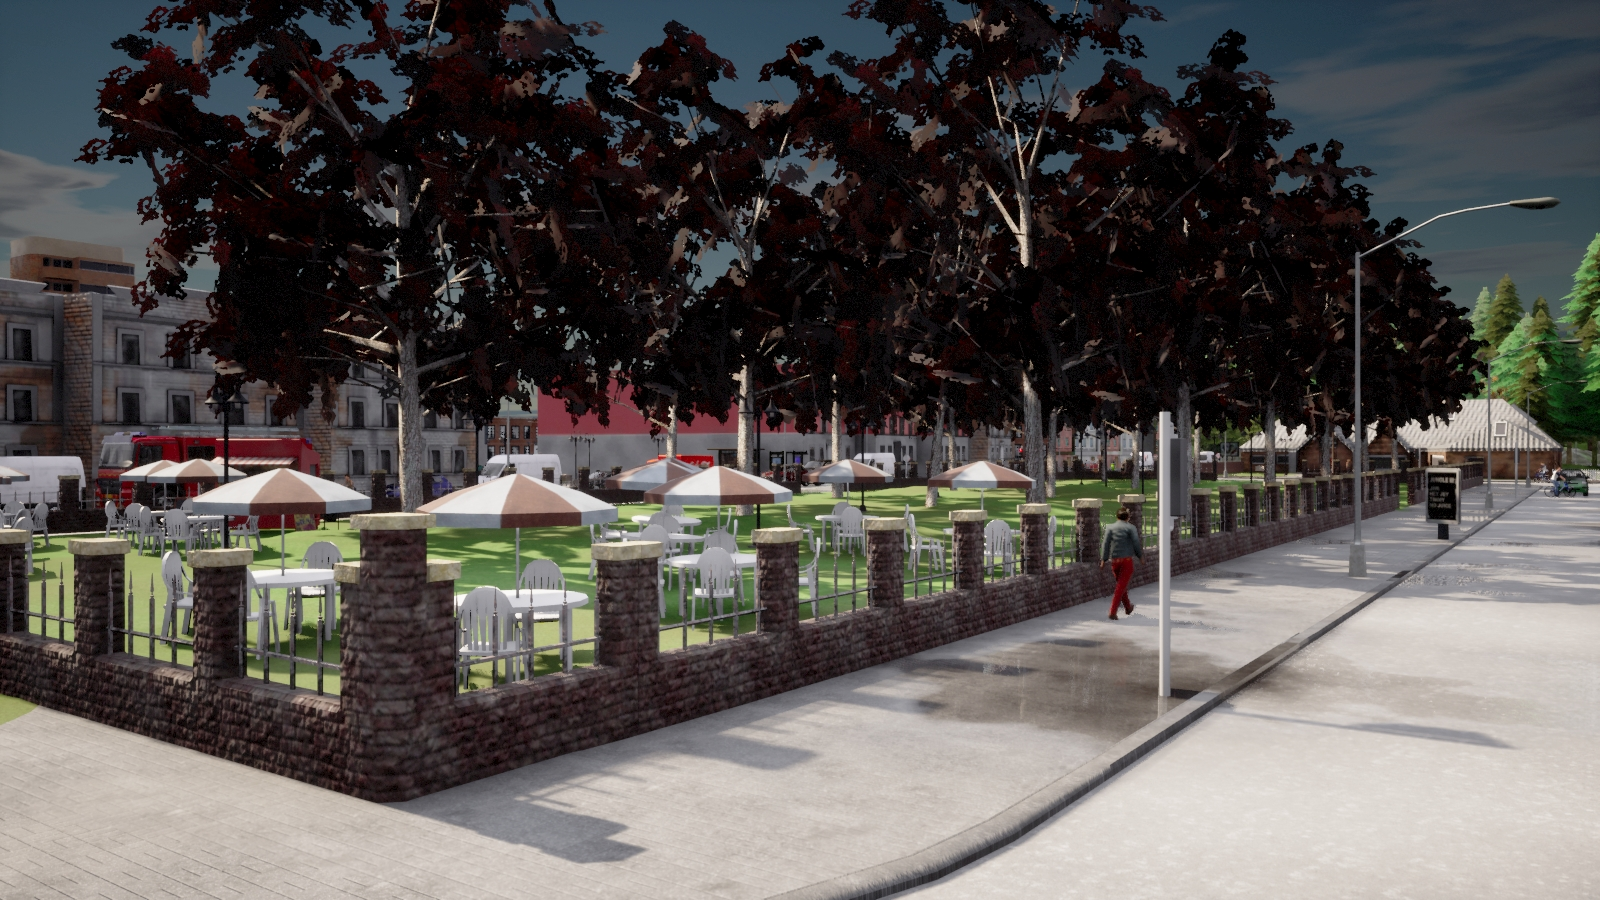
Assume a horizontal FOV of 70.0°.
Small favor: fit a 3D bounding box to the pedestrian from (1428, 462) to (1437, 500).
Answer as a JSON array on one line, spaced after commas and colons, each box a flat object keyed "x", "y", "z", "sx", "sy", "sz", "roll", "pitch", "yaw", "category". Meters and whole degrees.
[{"x": 31.364, "y": 1.525, "z": 56.641, "sx": 0.375, "sy": 1.860, "sz": 0.375, "roll": 0, "pitch": 0, "yaw": 35, "category": "pedestrian"}]

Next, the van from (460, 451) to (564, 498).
[{"x": -16.329, "y": 1.314, "z": 65.083, "sx": 1.988, "sy": 2.561, "sz": 5.915, "roll": 0, "pitch": 0, "yaw": 35, "category": "van"}]

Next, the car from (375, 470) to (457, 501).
[{"x": -20.045, "y": 1.818, "z": 59.739, "sx": 1.845, "sy": 1.501, "sz": 3.633, "roll": 0, "pitch": 0, "yaw": 35, "category": "car"}]

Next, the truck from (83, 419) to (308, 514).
[{"x": -26.598, "y": 0.670, "z": 50.778, "sx": 2.891, "sy": 3.827, "sz": 8.468, "roll": 0, "pitch": 0, "yaw": 35, "category": "truck"}]

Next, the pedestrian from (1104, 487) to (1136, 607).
[{"x": 5.061, "y": 1.517, "z": 18.084, "sx": 0.375, "sy": 1.860, "sz": 0.375, "roll": 0, "pitch": 0, "yaw": 37, "category": "pedestrian"}]

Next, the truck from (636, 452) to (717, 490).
[{"x": -8.233, "y": 1.348, "z": 76.671, "sx": 2.627, "sy": 2.467, "sz": 5.204, "roll": 0, "pitch": 0, "yaw": 35, "category": "truck"}]

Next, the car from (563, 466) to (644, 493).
[{"x": -12.166, "y": 1.814, "z": 71.050, "sx": 2.097, "sy": 1.535, "sz": 5.006, "roll": 0, "pitch": 0, "yaw": 35, "category": "car"}]

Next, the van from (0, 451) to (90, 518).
[{"x": -31.021, "y": 1.314, "z": 44.007, "sx": 1.988, "sy": 2.561, "sz": 5.915, "roll": 0, "pitch": 0, "yaw": 35, "category": "van"}]
